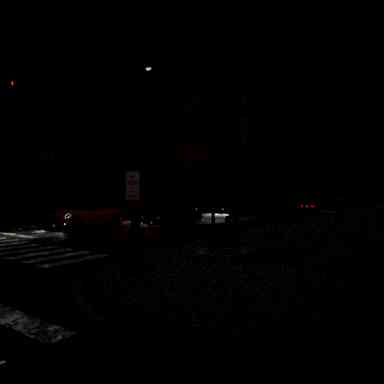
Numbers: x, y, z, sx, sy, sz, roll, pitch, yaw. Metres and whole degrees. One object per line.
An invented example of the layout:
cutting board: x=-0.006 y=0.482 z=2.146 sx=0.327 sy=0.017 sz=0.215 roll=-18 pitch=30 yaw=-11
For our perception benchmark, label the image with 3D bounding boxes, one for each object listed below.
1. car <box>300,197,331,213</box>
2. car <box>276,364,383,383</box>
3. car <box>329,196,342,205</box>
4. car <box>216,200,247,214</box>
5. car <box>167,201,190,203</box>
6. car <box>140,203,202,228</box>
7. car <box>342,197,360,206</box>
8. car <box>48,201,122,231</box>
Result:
car: x=14.148 y=1.626 z=38.750 sx=2.033 sy=1.411 sz=5.357 roll=0 pitch=0 yaw=35
car: x=2.250 y=1.551 z=1.238 sx=4.403 sy=1.369 sz=2.008 roll=0 pitch=0 yaw=36
car: x=26.507 y=1.498 z=61.820 sx=2.097 sy=1.767 sz=4.553 roll=0 pitch=0 yaw=35
car: x=4.377 y=1.617 z=36.532 sx=1.994 sy=1.385 sz=4.181 roll=0 pitch=0 yaw=36
car: x=-1.422 y=1.538 z=28.356 sx=1.837 sy=1.490 sz=4.892 roll=0 pitch=0 yaw=35
car: x=-1.267 y=1.631 z=22.608 sx=1.895 sy=1.301 sz=4.718 roll=0 pitch=0 yaw=35
car: x=28.670 y=1.652 z=59.251 sx=1.837 sy=1.490 sz=4.892 roll=0 pitch=0 yaw=35
car: x=-6.656 y=1.370 z=20.969 sx=2.097 sy=1.767 sz=4.553 roll=0 pitch=0 yaw=35
